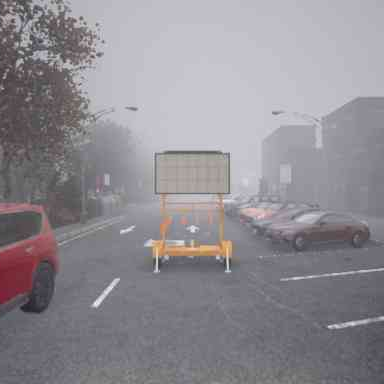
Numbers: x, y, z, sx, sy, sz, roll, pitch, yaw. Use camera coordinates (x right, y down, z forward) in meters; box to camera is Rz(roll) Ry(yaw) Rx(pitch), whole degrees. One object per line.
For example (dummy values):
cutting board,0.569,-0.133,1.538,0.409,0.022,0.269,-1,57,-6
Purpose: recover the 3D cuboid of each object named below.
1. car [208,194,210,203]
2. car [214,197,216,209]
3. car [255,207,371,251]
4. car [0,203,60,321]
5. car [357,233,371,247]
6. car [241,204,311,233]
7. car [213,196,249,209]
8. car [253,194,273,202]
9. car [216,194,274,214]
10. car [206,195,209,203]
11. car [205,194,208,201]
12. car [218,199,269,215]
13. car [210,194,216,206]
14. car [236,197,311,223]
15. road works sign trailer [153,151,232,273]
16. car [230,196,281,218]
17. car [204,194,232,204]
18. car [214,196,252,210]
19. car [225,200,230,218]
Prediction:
car,5.549,1.502,53.054,4.553,1.767,2.185,1,0,-20
car,5.235,1.536,31.963,5.366,1.575,1.946,1,0,-20
car,5.329,1.542,14.017,4.674,1.452,2.002,1,0,-20
car,-3.847,1.227,4.755,2.150,2.045,5.566,0,0,0
car,5.315,1.493,5.017,4.892,1.521,2.231,1,0,-20
car,5.310,1.536,17.009,4.792,1.488,2.163,1,0,-20
car,5.457,1.473,47.037,4.553,1.767,2.185,1,-1,-20
car,18.582,1.553,87.054,2.435,2.045,5.566,0,0,-21
car,5.383,1.282,29.005,5.566,2.045,2.435,1,0,-20
car,5.518,1.642,56.056,5.008,1.535,2.097,1,-1,-20
car,5.373,1.680,65.001,5.366,1.575,1.946,1,0,-20
car,5.397,1.581,35.020,4.792,1.488,2.163,1,0,-20
car,5.419,1.310,38.022,5.566,2.045,2.435,1,0,-20
car,5.382,1.387,20.029,4.553,1.767,2.185,1,0,-20
road works sign trailer,0.012,0.476,10.750,2.380,3.560,2.880,0,0,0
car,5.396,1.393,23.031,4.553,1.767,2.185,1,0,-20
car,5.577,1.465,71.094,5.566,2.045,2.435,1,-1,-20
car,5.442,1.460,44.036,4.553,1.767,2.185,1,-1,-20
car,5.374,1.566,26.027,4.674,1.452,2.002,1,0,-20
